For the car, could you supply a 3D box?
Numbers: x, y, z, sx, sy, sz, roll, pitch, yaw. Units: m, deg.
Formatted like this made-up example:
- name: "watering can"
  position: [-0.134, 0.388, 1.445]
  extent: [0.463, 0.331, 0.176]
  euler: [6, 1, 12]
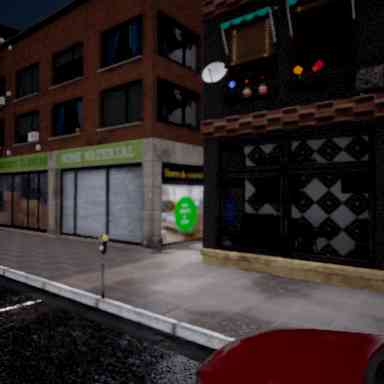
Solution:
- name: "car"
  position: [2.095, 1.559, 1.837]
  extent: [4.674, 1.442, 1.812]
  euler: [0, 0, 38]
